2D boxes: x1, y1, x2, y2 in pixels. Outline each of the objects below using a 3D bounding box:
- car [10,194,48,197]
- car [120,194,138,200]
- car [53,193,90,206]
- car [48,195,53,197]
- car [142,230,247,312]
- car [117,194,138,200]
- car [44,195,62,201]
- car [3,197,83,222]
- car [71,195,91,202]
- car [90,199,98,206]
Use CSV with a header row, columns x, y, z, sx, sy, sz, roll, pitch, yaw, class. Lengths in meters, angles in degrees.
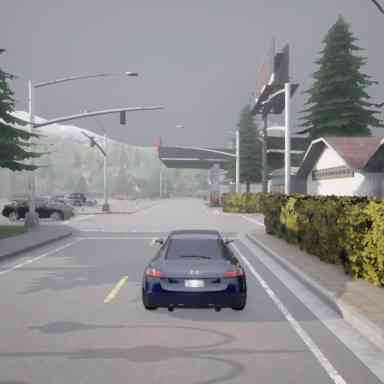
x,y,z,sx,sy,sz,roll,pitch,yaw,class
-24.659,1.097,49.623,4.605,1.855,1.932,0,0,-1,car
-16.503,1.339,87.104,4.514,1.523,2.007,0,0,-1,car
-16.772,1.077,46.383,3.866,1.878,1.905,0,0,-1,car
-24.021,1.298,62.084,4.514,1.523,2.007,0,0,-1,car
0.059,1.564,7.798,1.994,1.385,4.181,0,0,1,car
-16.433,1.330,83.967,5.027,1.636,2.152,0,0,-1,car
-35.099,1.384,84.005,3.806,1.475,1.970,0,0,-1,car
-10.745,1.300,23.627,4.902,1.511,2.128,0,0,1,car
-24.037,1.320,72.076,3.633,1.501,1.845,0,0,-1,car
-16.180,1.361,49.711,3.806,1.475,1.970,0,0,-1,car
